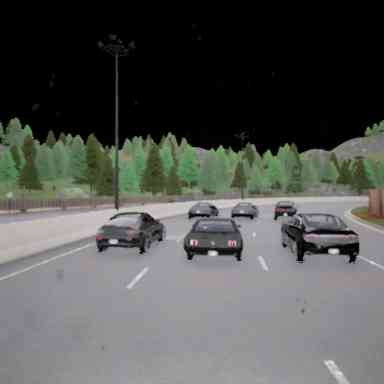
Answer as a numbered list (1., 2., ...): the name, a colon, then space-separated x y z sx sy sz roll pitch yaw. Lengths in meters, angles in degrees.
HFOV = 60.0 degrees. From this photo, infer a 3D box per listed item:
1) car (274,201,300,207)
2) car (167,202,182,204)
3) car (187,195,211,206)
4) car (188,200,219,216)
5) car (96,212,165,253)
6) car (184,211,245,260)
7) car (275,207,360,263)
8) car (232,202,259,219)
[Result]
1. car: 8.228 1.552 28.928 1.837 1.490 4.892 0 0 18
2. car: -2.636 1.652 56.023 1.994 1.385 4.181 0 0 30
3. car: 1.195 1.441 55.666 2.097 1.767 4.553 0 0 31
4. car: 1.104 1.611 29.505 1.994 1.385 4.181 0 0 17
5. car: -2.408 1.547 13.767 1.812 1.442 4.674 0 0 7
6. car: 0.921 1.621 12.550 1.895 1.301 4.718 0 0 7
7. car: 4.413 1.512 12.075 2.128 1.511 4.902 0 0 7
8. car: 4.746 1.611 29.484 1.994 1.385 4.181 0 0 17
